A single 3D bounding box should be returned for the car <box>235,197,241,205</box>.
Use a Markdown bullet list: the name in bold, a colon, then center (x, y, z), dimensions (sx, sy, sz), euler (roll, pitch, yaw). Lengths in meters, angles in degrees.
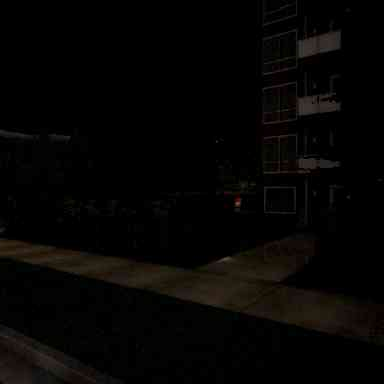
- **car**: center (9.336, 1.477, 58.051), dimensions (1.882, 1.535, 5.008), euler (0, 0, 36)
